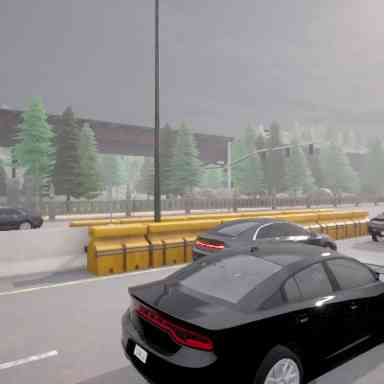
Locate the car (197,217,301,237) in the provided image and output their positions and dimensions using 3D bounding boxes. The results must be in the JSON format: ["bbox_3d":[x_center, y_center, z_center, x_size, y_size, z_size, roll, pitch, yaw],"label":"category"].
[{"bbox_3d":[2.263,1.505,9.663,4.892,1.490,1.837,0,0,-35],"label":"car"}]

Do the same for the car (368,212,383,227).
[{"bbox_3d":[9.931,1.491,15.135,4.902,1.511,2.128,0,0,-36],"label":"car"}]

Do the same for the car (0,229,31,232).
[{"bbox_3d":[-10.616,1.540,17.793,4.892,1.490,1.837,0,0,-36],"label":"car"}]

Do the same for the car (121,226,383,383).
[{"bbox_3d":[1.494,1.478,4.812,5.008,1.535,1.882,0,0,-36],"label":"car"}]
